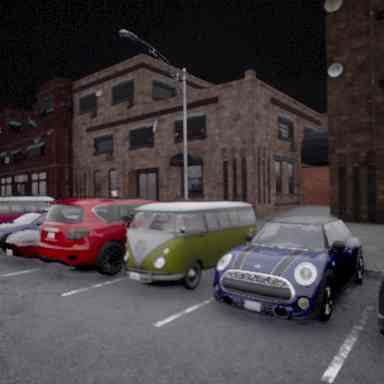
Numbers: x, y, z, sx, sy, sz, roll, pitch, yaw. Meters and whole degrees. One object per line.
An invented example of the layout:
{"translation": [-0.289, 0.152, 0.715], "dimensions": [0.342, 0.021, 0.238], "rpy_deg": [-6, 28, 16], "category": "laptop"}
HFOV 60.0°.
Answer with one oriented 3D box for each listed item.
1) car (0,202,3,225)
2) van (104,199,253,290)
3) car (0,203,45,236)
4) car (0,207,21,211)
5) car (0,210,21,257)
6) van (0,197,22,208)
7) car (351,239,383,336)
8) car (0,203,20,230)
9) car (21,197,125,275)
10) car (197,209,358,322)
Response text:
{"translation": [-14.841, 1.433, 20.813], "dimensions": [2.163, 1.488, 4.792], "rpy_deg": [1, 0, 40], "category": "car"}
{"translation": [0.070, 1.261, 9.046], "dimensions": [1.878, 1.987, 4.442], "rpy_deg": [0, 0, 37], "category": "van"}
{"translation": [-10.723, 1.435, 17.222], "dimensions": [1.946, 1.575, 5.366], "rpy_deg": [0, 0, 39], "category": "car"}
{"translation": [-6.333, 1.505, 13.990], "dimensions": [2.002, 1.452, 4.674], "rpy_deg": [0, 0, 38], "category": "car"}
{"translation": [-4.272, 1.504, 12.379], "dimensions": [2.163, 1.488, 4.792], "rpy_deg": [0, 0, 38], "category": "car"}
{"translation": [-8.396, 1.227, 15.754], "dimensions": [1.878, 1.987, 4.442], "rpy_deg": [0, 0, 38], "category": "van"}
{"translation": [4.564, 1.494, 5.853], "dimensions": [2.231, 1.521, 4.892], "rpy_deg": [0, 0, 37], "category": "car"}
{"translation": [-12.721, 1.462, 19.092], "dimensions": [2.002, 1.452, 4.674], "rpy_deg": [1, 0, 40], "category": "car"}
{"translation": [-2.052, 1.232, 10.792], "dimensions": [2.435, 2.045, 5.566], "rpy_deg": [0, 0, 37], "category": "car"}
{"translation": [2.373, 1.365, 7.523], "dimensions": [2.185, 1.767, 4.553], "rpy_deg": [0, 0, 37], "category": "car"}
